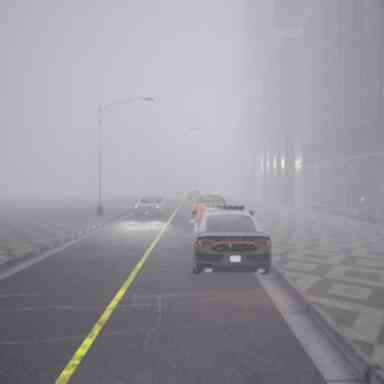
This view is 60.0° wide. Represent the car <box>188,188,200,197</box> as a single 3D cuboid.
[{"bbox_3d":[0.387,0.071,61.130,2.128,1.511,4.902,0,1,0],"label":"car"}]

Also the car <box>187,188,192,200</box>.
[{"bbox_3d":[0.308,0.488,47.047,1.895,1.301,4.718,0,1,1],"label":"car"}]

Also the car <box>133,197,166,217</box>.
[{"bbox_3d":[-2.950,1.016,23.934,1.895,1.301,4.718,0,1,0],"label":"car"}]

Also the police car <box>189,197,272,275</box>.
[{"bbox_3d":[0.959,1.179,9.787,1.930,1.638,5.238,0,1,0],"label":"police car"}]

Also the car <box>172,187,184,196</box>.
[{"bbox_3d":[-2.619,-0.137,64.342,2.097,1.767,4.553,0,1,1],"label":"car"}]

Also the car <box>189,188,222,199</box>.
[{"bbox_3d":[1.022,0.867,19.643,2.097,1.767,4.553,0,1,0],"label":"car"}]

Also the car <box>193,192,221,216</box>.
[{"bbox_3d":[1.061,0.851,25.674,1.882,1.535,5.008,0,1,0],"label":"car"}]
